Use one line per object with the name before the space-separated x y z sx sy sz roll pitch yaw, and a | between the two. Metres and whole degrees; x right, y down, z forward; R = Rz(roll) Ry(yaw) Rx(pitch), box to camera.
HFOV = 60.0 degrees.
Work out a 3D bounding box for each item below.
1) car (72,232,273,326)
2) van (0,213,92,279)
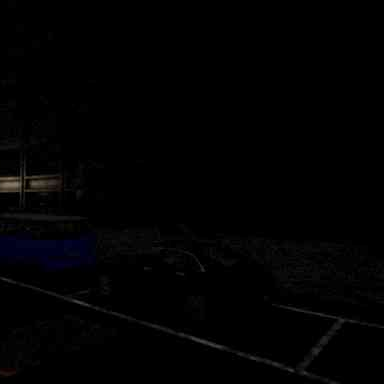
car | -0.426 1.761 7.394 4.403 1.369 2.008 -1 -2 37
van | -4.935 1.612 10.779 3.998 1.788 1.690 -1 -2 37
